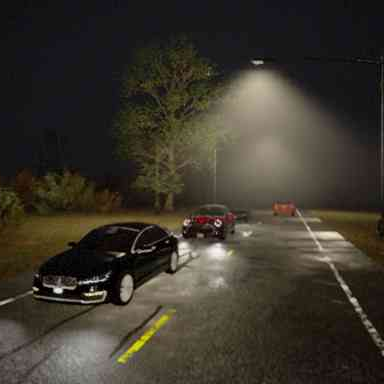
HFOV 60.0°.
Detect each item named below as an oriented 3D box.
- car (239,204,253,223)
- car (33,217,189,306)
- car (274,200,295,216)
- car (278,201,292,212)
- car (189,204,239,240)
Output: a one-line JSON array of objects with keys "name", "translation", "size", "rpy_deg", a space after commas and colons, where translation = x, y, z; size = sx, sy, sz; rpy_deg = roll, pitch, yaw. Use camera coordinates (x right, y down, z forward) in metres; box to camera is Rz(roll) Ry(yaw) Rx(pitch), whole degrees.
[{"name": "car", "translation": [4.097, 1.740, 28.667], "size": [1.882, 1.535, 5.008], "rpy_deg": [0, 0, 16]}, {"name": "car", "translation": [-1.759, 1.571, 8.405], "size": [1.837, 1.490, 4.892], "rpy_deg": [0, -1, 16]}, {"name": "car", "translation": [10.365, 1.715, 37.265], "size": [2.097, 1.767, 4.553], "rpy_deg": [0, -1, 16]}, {"name": "car", "translation": [13.007, 1.982, 46.657], "size": [1.812, 1.442, 4.674], "rpy_deg": [0, -1, 16]}, {"name": "car", "translation": [1.013, 1.511, 17.975], "size": [2.097, 1.767, 4.553], "rpy_deg": [0, -1, 16]}]
